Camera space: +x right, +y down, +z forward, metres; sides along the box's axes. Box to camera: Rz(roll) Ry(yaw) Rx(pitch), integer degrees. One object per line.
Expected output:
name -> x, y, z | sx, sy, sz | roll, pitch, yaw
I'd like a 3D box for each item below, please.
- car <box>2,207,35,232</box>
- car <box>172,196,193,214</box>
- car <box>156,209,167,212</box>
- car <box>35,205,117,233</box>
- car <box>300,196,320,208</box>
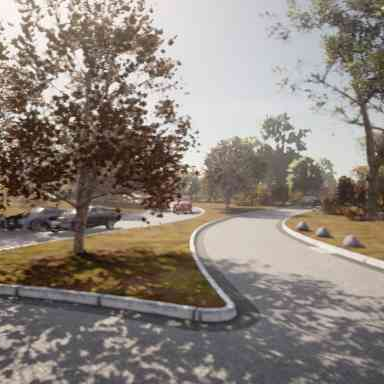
car -> -9.489, 1.624, 20.721 | 1.994, 1.385, 4.181 | 0, -1, 21
car -> -1.033, 1.507, 39.837 | 2.150, 2.045, 5.566 | 0, 0, 2
car -> -4.239, 1.849, 43.474 | 2.033, 1.411, 5.357 | 0, 0, -2
car -> -6.375, 1.554, 19.723 | 2.128, 1.511, 4.902 | 0, 0, 22
car -> 17.993, 1.442, 50.403 | 2.097, 1.767, 4.553 | 0, 1, 35
